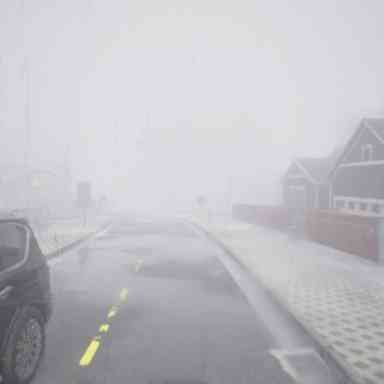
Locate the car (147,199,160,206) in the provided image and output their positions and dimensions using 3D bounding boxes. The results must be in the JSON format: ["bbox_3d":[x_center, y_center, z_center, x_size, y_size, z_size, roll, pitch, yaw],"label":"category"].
[{"bbox_3d":[-9.605,2.594,80.436,1.837,1.490,4.892,0,-1,2],"label":"car"}]

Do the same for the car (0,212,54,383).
[{"bbox_3d":[-2.930,1.249,2.367,2.150,2.045,5.566,0,-1,-1],"label":"car"}]

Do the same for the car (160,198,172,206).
[{"bbox_3d":[-6.811,2.457,81.316,2.097,1.767,4.553,0,-1,3],"label":"car"}]
